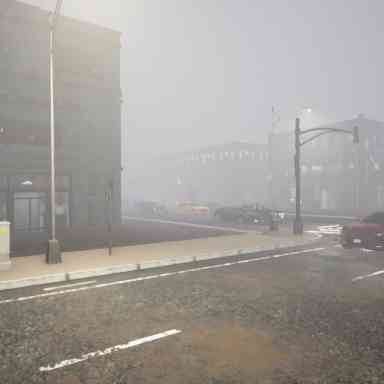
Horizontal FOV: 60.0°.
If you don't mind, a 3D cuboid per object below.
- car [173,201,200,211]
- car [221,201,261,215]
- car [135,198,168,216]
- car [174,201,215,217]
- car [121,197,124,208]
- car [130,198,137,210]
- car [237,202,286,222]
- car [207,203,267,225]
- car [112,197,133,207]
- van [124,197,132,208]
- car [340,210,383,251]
[{"bbox_3d":[-0.805,1.965,47.324,1.802,1.307,4.206,-2,0,-35],"label":"car"},{"bbox_3d":[5.606,1.809,38.301,2.008,1.369,4.403,-2,0,-35],"label":"car"},{"bbox_3d":[-4.433,1.846,37.956,1.967,1.590,4.097,-1,0,-35],"label":"car"},{"bbox_3d":[-0.111,1.814,36.372,1.882,1.535,5.008,-1,0,-36],"label":"car"},{"bbox_3d":[-13.853,2.107,61.222,2.128,1.511,4.902,-1,0,-35],"label":"car"},{"bbox_3d":[-6.105,1.930,44.821,1.882,1.535,5.008,-1,0,-35],"label":"car"},{"bbox_3d":[5.686,1.713,28.208,2.128,1.511,4.902,-1,0,-35],"label":"car"},{"bbox_3d":[3.510,1.814,26.575,1.947,1.339,4.313,-1,0,-35],"label":"car"},{"bbox_3d":[-13.639,1.939,65.370,2.192,1.841,5.009,-1,0,-35],"label":"car"},{"bbox_3d":[-10.431,1.906,60.859,1.690,1.788,3.998,-1,0,-35],"label":"van"},{"bbox_3d":[7.929,1.476,13.326,5.008,1.535,1.882,0,0,-35],"label":"car"}]
